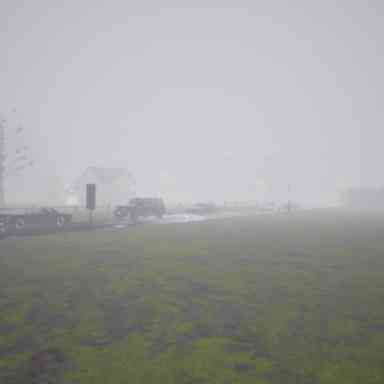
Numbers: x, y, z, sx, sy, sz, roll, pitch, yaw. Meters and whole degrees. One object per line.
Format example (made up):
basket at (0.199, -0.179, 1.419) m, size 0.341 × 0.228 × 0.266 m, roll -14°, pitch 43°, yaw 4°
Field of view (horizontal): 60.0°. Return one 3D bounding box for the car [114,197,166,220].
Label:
car at (-4.824, 1.531, 31.745) m, size 2.150 × 2.045 × 5.566 m, roll 1°, pitch 0°, yaw 35°

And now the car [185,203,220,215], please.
car at (1.370, 2.001, 40.476) m, size 2.033 × 1.411 × 5.357 m, roll 1°, pitch 0°, yaw 35°

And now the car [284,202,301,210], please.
car at (17.650, 2.362, 58.365) m, size 1.994 × 1.385 × 4.181 m, roll 1°, pitch 0°, yaw 35°

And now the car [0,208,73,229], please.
car at (-10.897, 1.766, 23.181) m, size 1.895 × 1.301 × 4.718 m, roll 1°, pitch 0°, yaw 35°

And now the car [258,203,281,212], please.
car at (11.779, 2.270, 50.090) m, size 1.895 × 1.301 × 4.718 m, roll 1°, pitch 0°, yaw 35°
